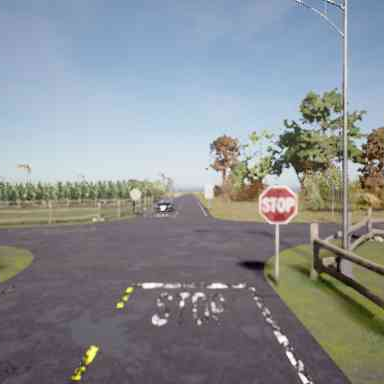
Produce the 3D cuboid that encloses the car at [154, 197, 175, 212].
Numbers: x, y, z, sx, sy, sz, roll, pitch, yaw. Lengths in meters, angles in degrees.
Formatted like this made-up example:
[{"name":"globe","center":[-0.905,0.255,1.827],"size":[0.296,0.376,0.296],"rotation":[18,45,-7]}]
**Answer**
[{"name":"car","center":[-2.860,1.341,35.166],"size":[2.128,1.511,4.902],"rotation":[0,1,0]}]
